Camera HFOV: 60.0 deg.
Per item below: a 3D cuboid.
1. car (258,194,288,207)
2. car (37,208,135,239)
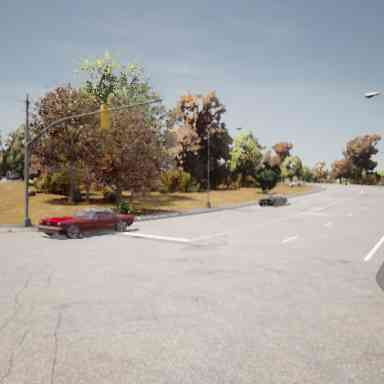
[{"bbox_3d":[9.056,0.924,37.030,1.895,1.301,4.718,1,3,35],"label":"car"},{"bbox_3d":[-5.173,1.474,16.731,1.895,1.301,4.718,1,0,35],"label":"car"}]
